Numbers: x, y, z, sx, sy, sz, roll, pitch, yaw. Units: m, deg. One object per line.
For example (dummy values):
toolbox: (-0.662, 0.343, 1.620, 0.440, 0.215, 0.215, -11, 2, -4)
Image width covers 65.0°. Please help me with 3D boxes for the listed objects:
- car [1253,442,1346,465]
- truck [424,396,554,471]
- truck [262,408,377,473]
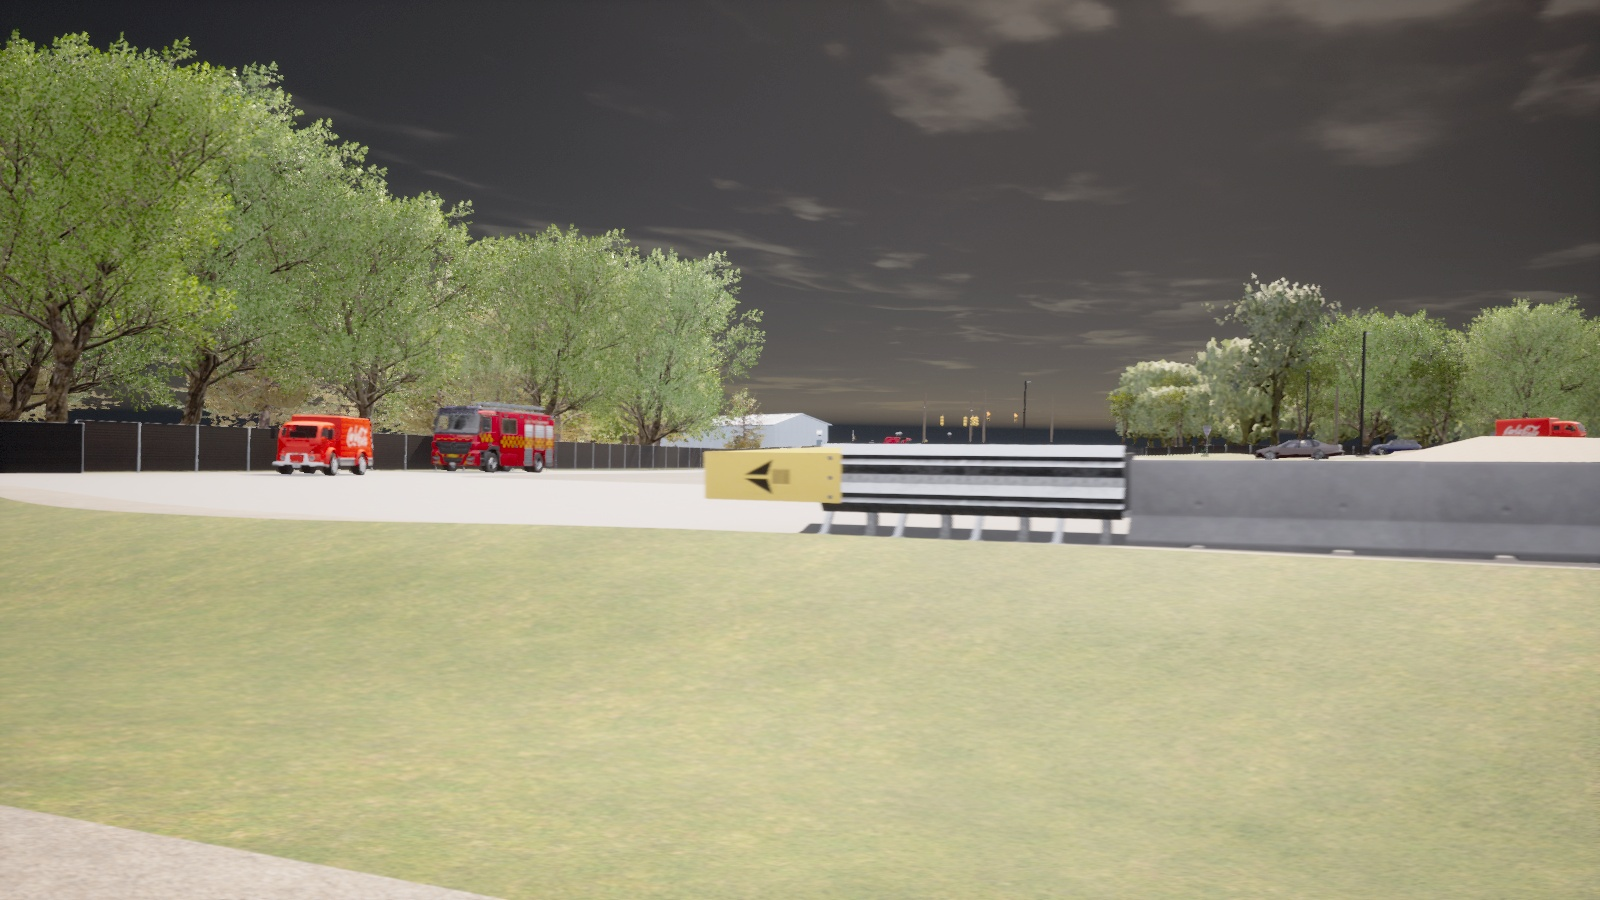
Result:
car: (32.488, 0.257, 81.697, 5.357, 1.411, 2.033, -1, -1, 32)
truck: (-17.105, -0.800, 69.929, 2.891, 3.827, 8.468, 2, 0, 18)
truck: (-19.785, -0.344, 51.981, 2.627, 2.467, 5.204, 2, 0, 1)
